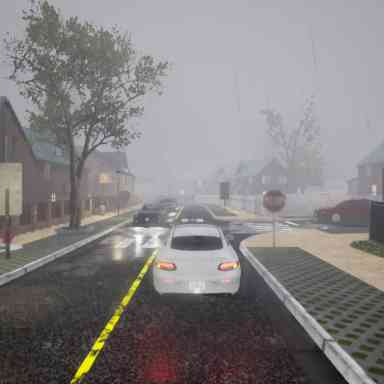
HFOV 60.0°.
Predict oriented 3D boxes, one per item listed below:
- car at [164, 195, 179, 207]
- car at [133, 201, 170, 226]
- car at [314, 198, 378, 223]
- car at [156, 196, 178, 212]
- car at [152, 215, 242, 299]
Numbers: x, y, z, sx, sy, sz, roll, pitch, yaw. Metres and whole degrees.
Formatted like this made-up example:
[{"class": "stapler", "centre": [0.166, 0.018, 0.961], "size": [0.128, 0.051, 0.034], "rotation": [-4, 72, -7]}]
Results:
[{"class": "car", "centre": [-3.013, 1.528, 49.843], "size": [1.994, 1.385, 4.181], "rotation": [0, 0, -3]}, {"class": "car", "centre": [-2.822, 1.551, 23.003], "size": [1.994, 1.385, 4.181], "rotation": [0, 0, 0]}, {"class": "car", "centre": [10.616, 1.181, 21.988], "size": [5.008, 1.535, 1.882], "rotation": [-1, 0, -3]}, {"class": "car", "centre": [-2.832, 1.499, 37.730], "size": [1.812, 1.442, 4.674], "rotation": [0, 0, 0]}, {"class": "car", "centre": [0.107, 1.523, 8.300], "size": [1.812, 1.442, 4.674], "rotation": [0, 0, 0]}]
